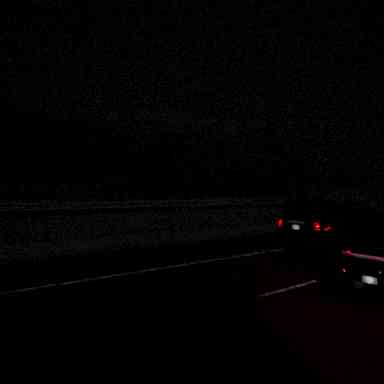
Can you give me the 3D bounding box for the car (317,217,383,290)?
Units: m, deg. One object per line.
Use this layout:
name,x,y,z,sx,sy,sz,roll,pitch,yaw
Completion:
car,5.410,1.510,7.941,4.902,1.511,2.128,0,0,-37

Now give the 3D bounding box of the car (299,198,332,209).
car,17.791,1.644,47.879,4.902,1.511,2.128,1,0,-36

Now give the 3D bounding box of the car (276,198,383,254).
car,5.515,1.241,12.388,5.566,2.045,2.150,0,0,-37

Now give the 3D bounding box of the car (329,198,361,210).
car,21.257,1.650,46.087,5.008,1.535,1.882,0,0,-36

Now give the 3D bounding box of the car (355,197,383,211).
car,23.396,1.533,43.320,4.553,1.767,2.097,1,0,-36

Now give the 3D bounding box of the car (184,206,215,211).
car,0.189,1.604,21.541,4.718,1.301,1.895,0,0,-36
